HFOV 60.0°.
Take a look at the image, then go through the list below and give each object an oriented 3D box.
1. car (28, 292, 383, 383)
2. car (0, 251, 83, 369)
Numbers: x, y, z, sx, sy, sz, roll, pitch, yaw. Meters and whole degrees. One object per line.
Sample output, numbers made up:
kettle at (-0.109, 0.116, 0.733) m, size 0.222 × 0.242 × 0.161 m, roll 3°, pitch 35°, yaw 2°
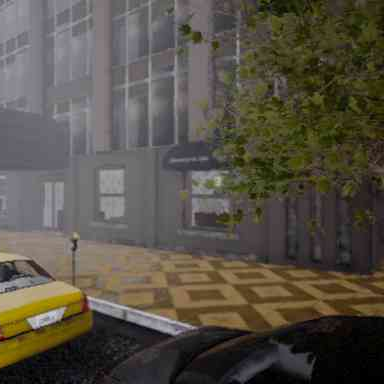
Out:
car at (1.087, 1.567, 2.093) m, size 4.313 × 1.339 × 1.947 m, roll 0°, pitch 0°, yaw 36°
car at (-3.690, 1.553, 5.501) m, size 4.829 × 1.417 × 1.752 m, roll 0°, pitch 0°, yaw 36°
